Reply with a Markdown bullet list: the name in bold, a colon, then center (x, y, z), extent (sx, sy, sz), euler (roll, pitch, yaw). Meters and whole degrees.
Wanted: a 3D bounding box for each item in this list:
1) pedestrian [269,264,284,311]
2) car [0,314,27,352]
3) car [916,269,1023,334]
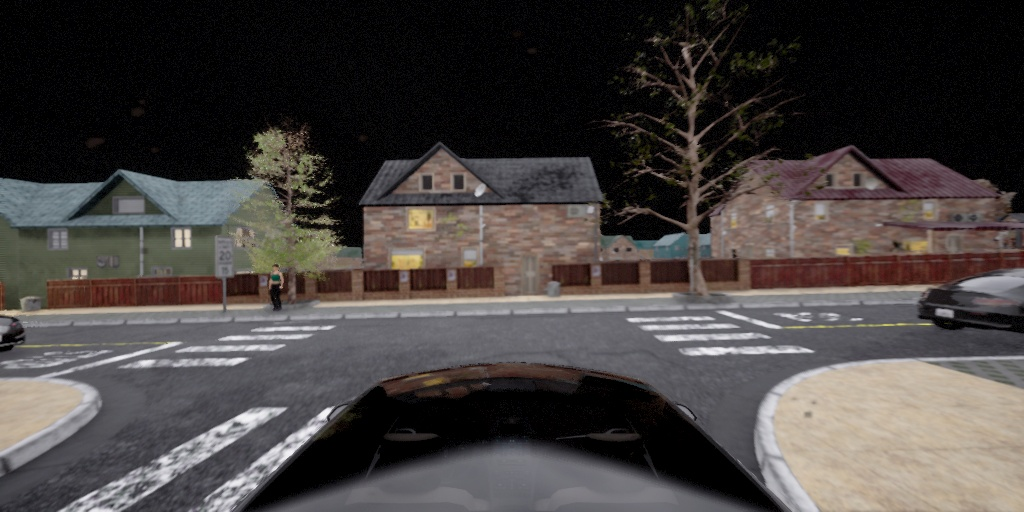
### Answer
- **pedestrian**: center (-9.194, 1.214, 14.011), extent (0.375, 1.860, 0.375), euler (0, 2, 2)
- **car**: center (-14.472, 1.745, 8.332), extent (4.902, 1.511, 2.128), euler (-2, 0, 2)
- **car**: center (11.465, 0.970, 7.539), extent (4.674, 1.442, 1.812), euler (-2, 0, 2)
